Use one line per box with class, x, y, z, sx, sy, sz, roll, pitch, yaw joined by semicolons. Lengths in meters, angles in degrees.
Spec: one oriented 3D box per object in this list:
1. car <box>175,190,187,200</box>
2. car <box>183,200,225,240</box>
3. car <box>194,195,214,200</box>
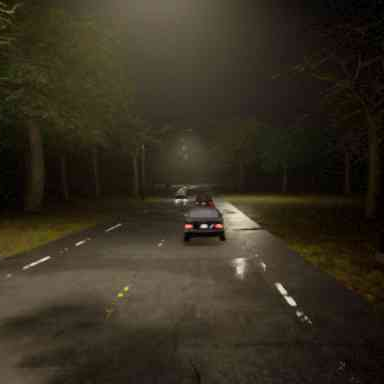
car;-1.706;0.419;53.755;2.033;1.411;5.357;-1;2;2
car;0.590;1.375;15.871;2.033;1.411;5.357;-1;1;3
car;1.153;0.985;32.381;2.033;1.411;5.357;-1;2;2
